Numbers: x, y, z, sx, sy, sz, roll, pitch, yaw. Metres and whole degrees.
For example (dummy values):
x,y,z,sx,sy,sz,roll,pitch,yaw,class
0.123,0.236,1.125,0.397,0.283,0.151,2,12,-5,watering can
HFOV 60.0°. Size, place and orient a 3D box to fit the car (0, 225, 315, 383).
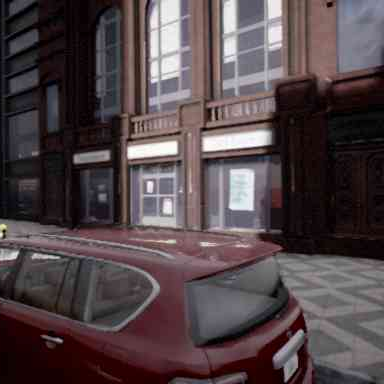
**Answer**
x,y,z,sx,sy,sz,roll,pitch,yaw,class
-1.244,1.315,3.748,5.009,1.841,2.192,0,-1,36,car
